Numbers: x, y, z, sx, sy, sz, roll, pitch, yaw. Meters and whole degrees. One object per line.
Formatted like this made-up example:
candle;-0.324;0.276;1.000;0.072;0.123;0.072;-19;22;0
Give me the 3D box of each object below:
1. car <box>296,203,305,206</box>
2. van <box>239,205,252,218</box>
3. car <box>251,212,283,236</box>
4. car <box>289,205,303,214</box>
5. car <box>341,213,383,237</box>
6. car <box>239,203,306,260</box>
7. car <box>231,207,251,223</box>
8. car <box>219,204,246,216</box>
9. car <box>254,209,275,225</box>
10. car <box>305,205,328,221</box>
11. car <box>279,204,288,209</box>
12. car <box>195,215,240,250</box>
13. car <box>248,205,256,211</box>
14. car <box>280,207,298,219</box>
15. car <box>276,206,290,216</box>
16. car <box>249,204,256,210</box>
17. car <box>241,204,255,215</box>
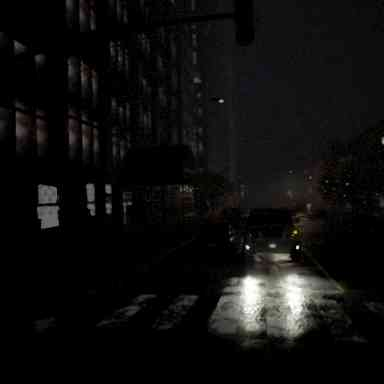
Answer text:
car;17.465;2.726;54.097;2.192;1.841;5.009;-3;-2;12
van;8.146;2.873;50.371;1.690;1.788;3.998;-3;-2;12
car;5.581;2.309;25.008;2.033;1.411;5.357;-2;-2;12
car;18.626;3.090;59.674;1.752;1.417;4.829;-3;-2;12
car;10.899;2.059;21.551;2.008;1.369;4.403;-3;-2;12
car;3.501;1.706;14.984;2.150;2.045;5.566;-2;-2;11
car;5.758;2.653;38.819;1.967;1.590;4.097;-3;-2;12
car;3.430;2.232;28.005;2.192;1.841;5.009;-3;-2;12
car;7.635;2.598;34.870;1.994;1.385;4.181;-2;-2;13
car;13.987;2.493;37.110;2.008;1.369;4.403;-3;-2;12
car;25.296;4.023;92.017;1.947;1.339;4.313;-3;-2;12
car;1.326;2.203;17.876;1.947;1.339;4.313;-3;-2;12
car;15.940;4.099;88.130;1.752;1.417;4.829;-3;-2;12
car;12.641;2.755;43.612;1.994;1.385;4.181;-2;-2;12
car;14.536;2.980;53.096;1.812;1.442;4.674;-2;-2;12
car;17.057;4.248;93.548;1.752;1.417;4.829;-3;-2;12
car;10.380;3.146;61.209;2.192;1.841;5.009;-3;-2;12
